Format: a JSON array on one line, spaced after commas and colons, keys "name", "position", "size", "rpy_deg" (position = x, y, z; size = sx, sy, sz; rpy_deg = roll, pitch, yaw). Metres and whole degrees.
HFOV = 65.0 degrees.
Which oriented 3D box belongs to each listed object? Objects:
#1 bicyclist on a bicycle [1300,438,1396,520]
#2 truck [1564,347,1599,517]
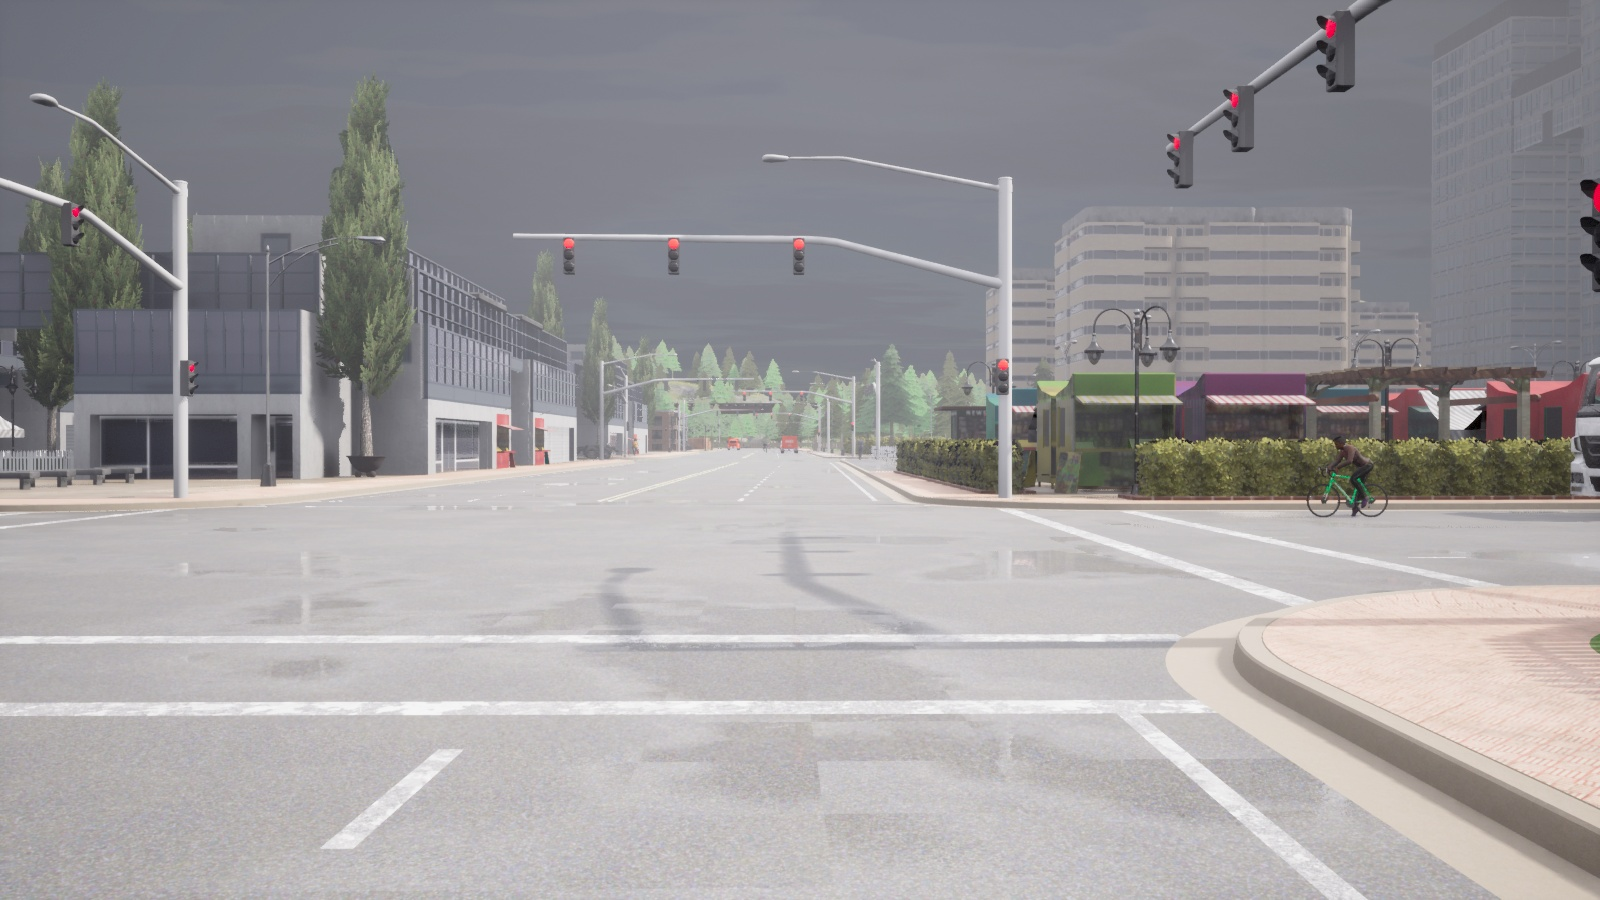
[{"name": "bicyclist on a bicycle", "position": [10.932, 0.567, 25.075], "size": [1.656, 1.620, 0.582], "rpy_deg": [0, 0, -1]}, {"name": "truck", "position": [20.193, -0.362, 25.251], "size": [7.936, 3.462, 2.891], "rpy_deg": [0, 0, -1]}]
